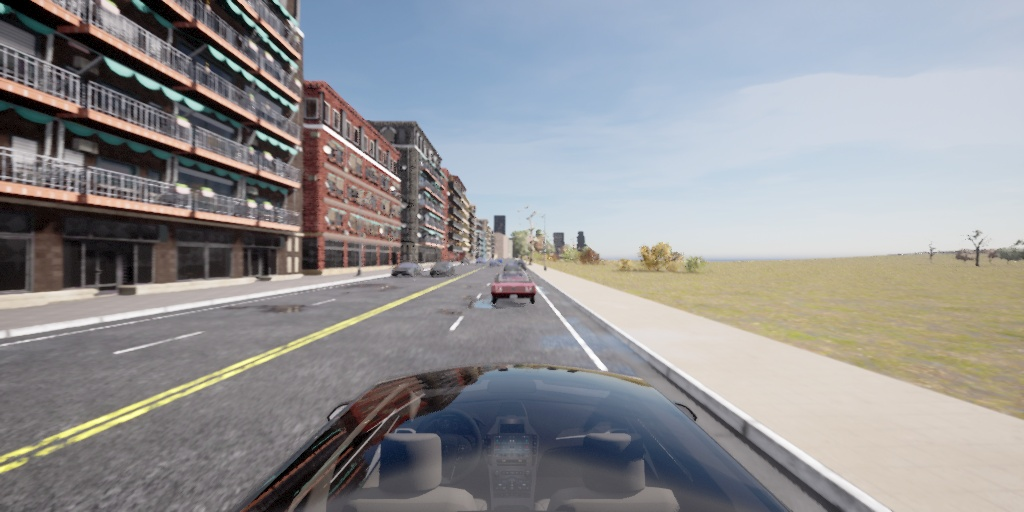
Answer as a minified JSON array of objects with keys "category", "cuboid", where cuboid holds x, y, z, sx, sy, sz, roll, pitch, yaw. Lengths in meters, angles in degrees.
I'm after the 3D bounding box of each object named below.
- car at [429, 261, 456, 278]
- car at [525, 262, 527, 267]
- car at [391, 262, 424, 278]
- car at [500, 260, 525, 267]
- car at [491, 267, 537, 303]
[{"category":"car","cuboid":[-6.640,1.269,34.623,1.837,1.490,4.892,0,0,0]},{"category":"car","cuboid":[1.050,1.280,51.422,1.837,1.490,4.892,0,0,0]},{"category":"car","cuboid":[-9.892,1.309,34.334,2.033,1.411,5.357,0,0,0]},{"category":"car","cuboid":[0.038,1.330,37.930,1.994,1.385,4.181,0,0,0]},{"category":"car","cuboid":[0.066,1.360,16.675,1.895,1.301,4.718,0,0,0]}]
